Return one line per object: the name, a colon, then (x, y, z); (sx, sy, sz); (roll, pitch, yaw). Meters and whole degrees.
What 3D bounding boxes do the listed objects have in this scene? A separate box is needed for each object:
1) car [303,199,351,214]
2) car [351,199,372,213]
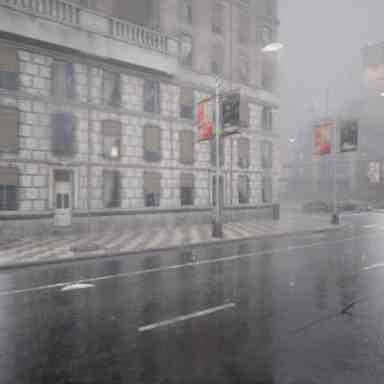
car: (13.737, 1.557, 34.641); (1.994, 1.385, 4.181); (0, 0, -36)
car: (16.948, 1.484, 36.340); (2.128, 1.511, 4.902); (0, 0, -38)
